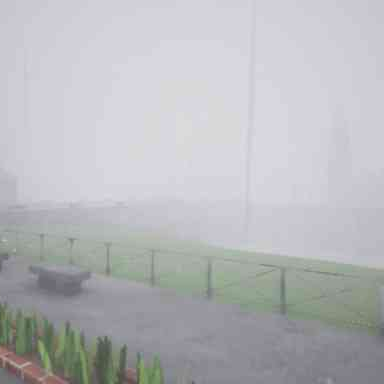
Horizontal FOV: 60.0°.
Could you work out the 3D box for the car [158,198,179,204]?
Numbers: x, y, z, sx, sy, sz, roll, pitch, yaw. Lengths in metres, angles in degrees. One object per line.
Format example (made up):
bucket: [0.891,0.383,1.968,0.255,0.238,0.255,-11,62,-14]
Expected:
car: [-3.655,1.605,55.576,1.895,1.301,4.718,0,0,36]
